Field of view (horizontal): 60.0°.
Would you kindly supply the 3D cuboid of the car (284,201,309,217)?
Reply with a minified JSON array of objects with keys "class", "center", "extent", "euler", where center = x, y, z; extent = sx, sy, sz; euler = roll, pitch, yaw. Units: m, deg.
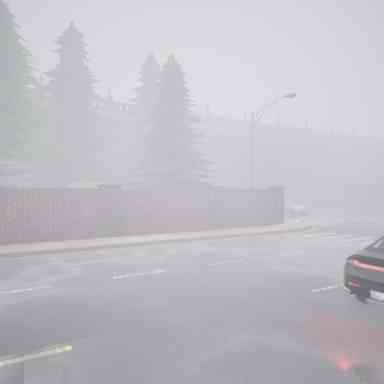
[{"class":"car","center":[9.223,1.581,32.599],"extent":[1.812,1.442,4.674],"euler":[0,0,-32]}]

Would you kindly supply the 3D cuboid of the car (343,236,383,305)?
[{"class":"car","center":[5.122,1.491,6.729],"extent":[4.902,1.511,2.128],"euler":[0,0,-32]}]
